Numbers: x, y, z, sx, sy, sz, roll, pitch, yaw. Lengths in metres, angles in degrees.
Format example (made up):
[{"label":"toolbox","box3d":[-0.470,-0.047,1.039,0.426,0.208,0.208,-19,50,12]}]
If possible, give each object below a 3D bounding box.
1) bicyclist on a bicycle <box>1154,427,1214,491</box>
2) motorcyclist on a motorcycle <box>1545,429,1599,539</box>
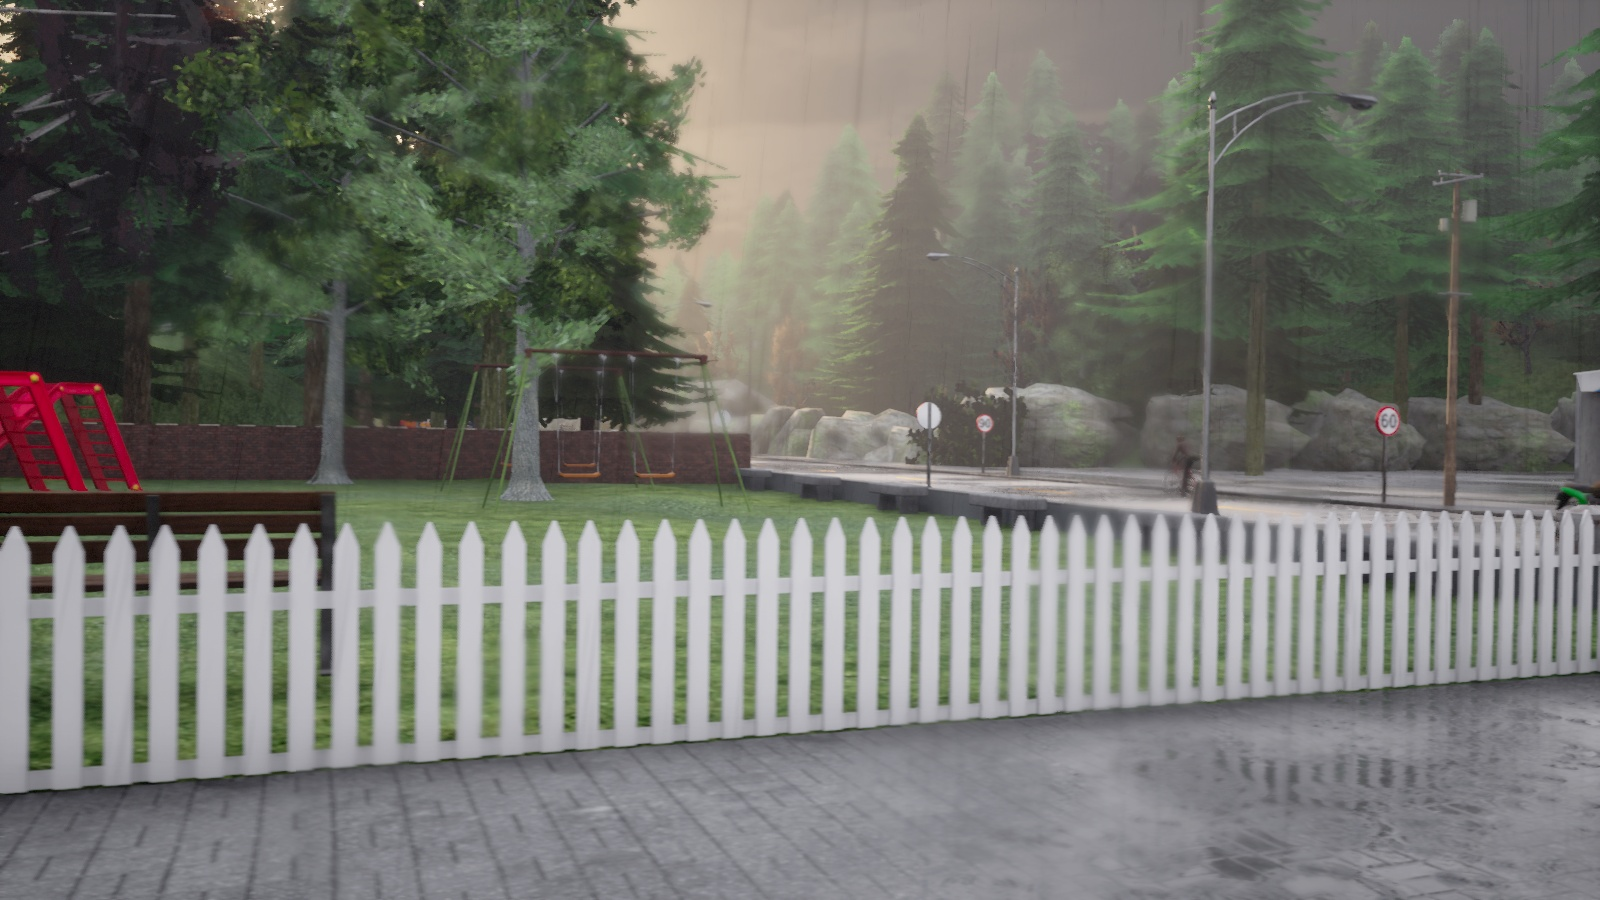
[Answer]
[{"label":"bicyclist on a bicycle","box3d":[9.950,0.225,32.616,0.582,1.620,1.656,-1,0,-21]},{"label":"motorcyclist on a motorcycle","box3d":[11.503,0.465,17.323,0.797,1.523,2.044,-1,1,-21]}]
